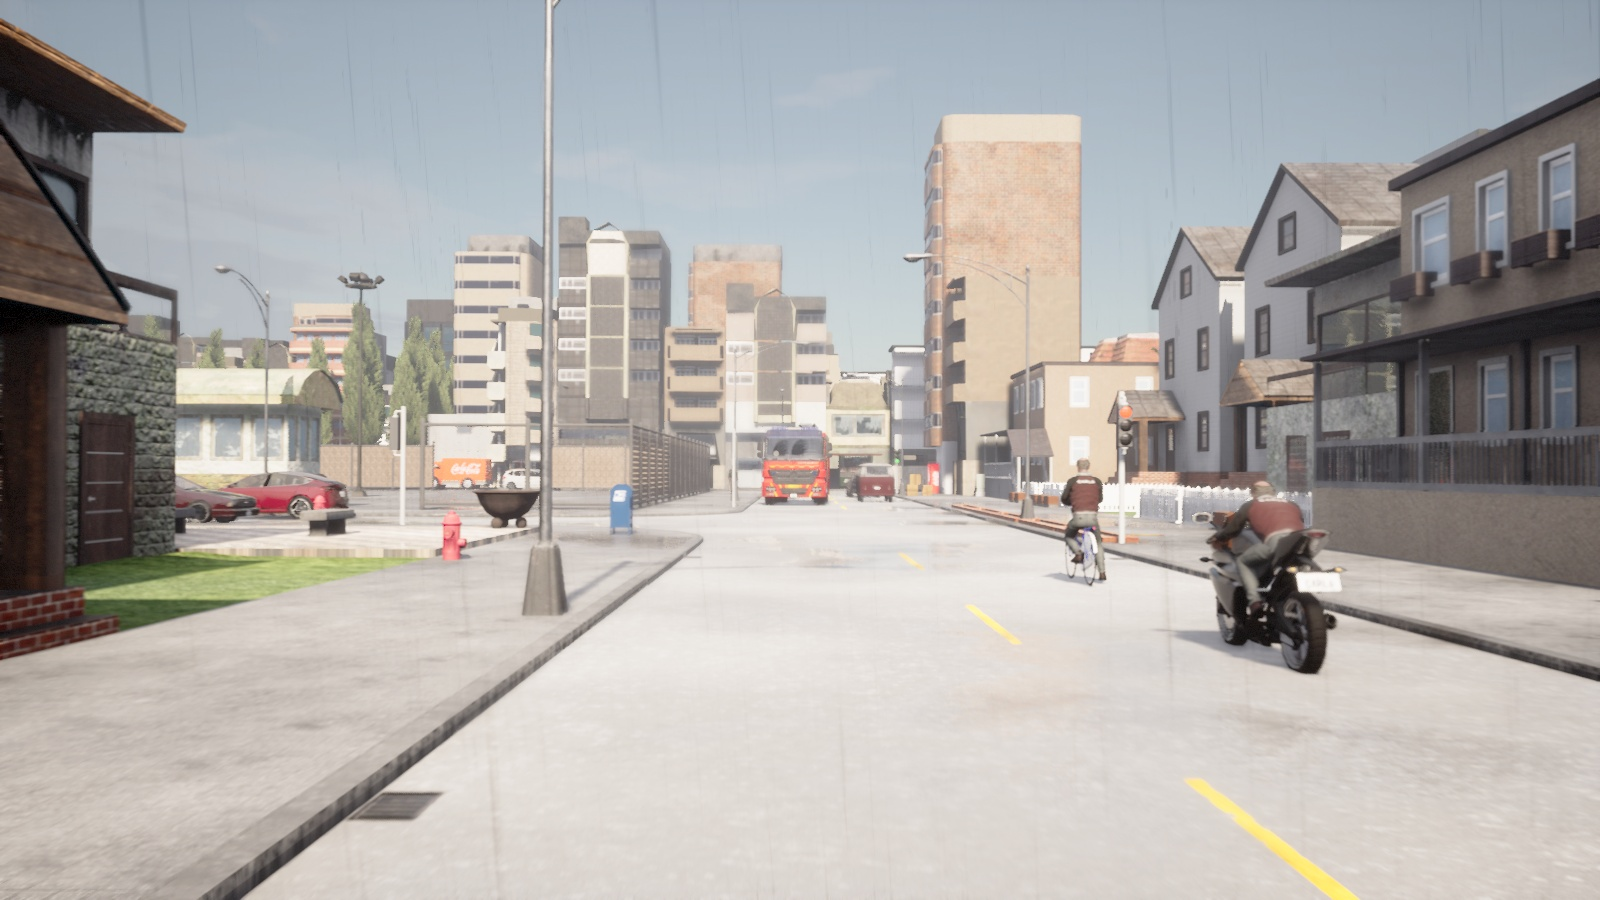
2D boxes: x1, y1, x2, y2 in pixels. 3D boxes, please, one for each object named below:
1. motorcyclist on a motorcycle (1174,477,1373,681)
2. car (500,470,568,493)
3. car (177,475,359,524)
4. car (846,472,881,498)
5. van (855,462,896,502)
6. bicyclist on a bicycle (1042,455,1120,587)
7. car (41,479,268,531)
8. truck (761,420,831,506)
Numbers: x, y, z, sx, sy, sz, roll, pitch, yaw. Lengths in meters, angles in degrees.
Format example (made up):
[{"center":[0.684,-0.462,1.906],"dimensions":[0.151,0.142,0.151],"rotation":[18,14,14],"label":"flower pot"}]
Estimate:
[{"center":[3.971,1.014,10.764],"dimensions":[0.866,1.530,2.191],"rotation":[0,0,0],"label":"motorcyclist on a motorcycle"},{"center":[-19.687,2.295,93.048],"dimensions":[4.611,1.667,2.242],"rotation":[0,-1,0],"label":"car"},{"center":[-16.629,1.542,39.455],"dimensions":[4.792,1.488,2.163],"rotation":[0,-1,1],"label":"car"},{"center":[3.812,2.081,76.132],"dimensions":[1.837,1.490,4.892],"rotation":[0,0,-1],"label":"car"},{"center":[3.842,1.636,64.766],"dimensions":[1.775,1.987,4.442],"rotation":[0,-1,-1],"label":"van"},{"center":[3.967,0.968,17.850],"dimensions":[0.659,1.776,1.843],"rotation":[0,-1,-1],"label":"bicyclist on a bicycle"},{"center":[-18.137,1.529,35.487],"dimensions":[5.357,1.411,2.033],"rotation":[0,-1,0],"label":"car"},{"center":[-0.082,0.661,60.363],"dimensions":[2.891,3.827,8.468],"rotation":[0,-1,3],"label":"truck"}]
